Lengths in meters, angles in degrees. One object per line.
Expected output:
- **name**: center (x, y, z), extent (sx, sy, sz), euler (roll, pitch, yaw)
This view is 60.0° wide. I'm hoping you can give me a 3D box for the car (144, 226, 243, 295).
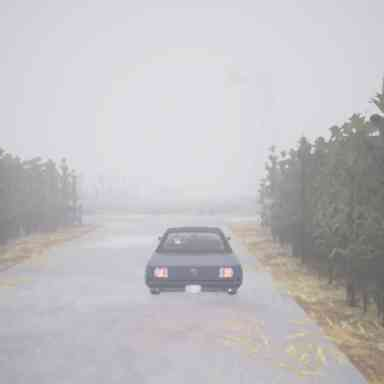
- **car**: center (0.053, 1.512, 8.457), extent (1.895, 1.301, 4.718), euler (0, 1, 1)
